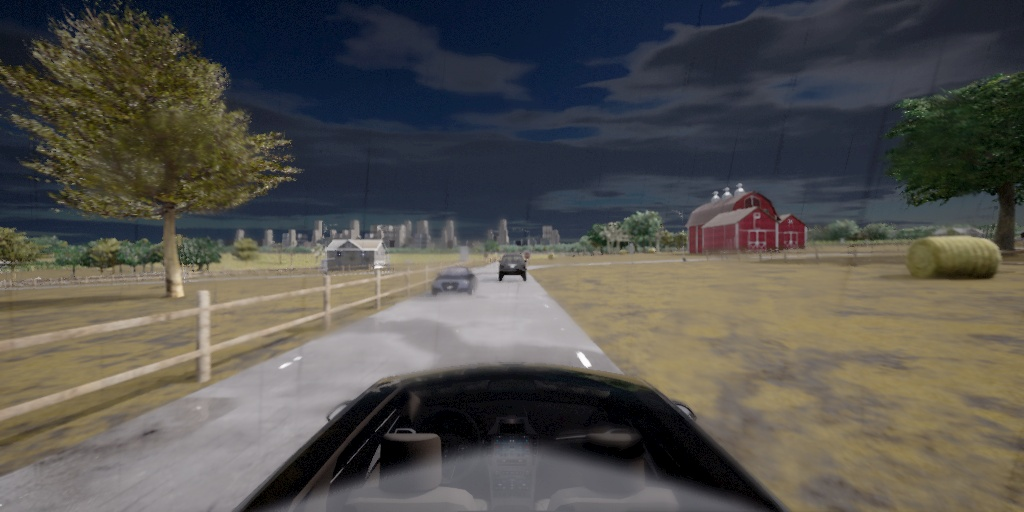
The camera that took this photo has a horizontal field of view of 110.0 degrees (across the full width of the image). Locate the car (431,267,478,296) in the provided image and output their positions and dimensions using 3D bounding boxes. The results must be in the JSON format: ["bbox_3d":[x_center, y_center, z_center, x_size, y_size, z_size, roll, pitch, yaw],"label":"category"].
[{"bbox_3d":[-2.876,1.257,18.638,1.994,1.385,4.181,0,0,0],"label":"car"}]

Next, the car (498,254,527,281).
[{"bbox_3d":[0.048,0.873,28.928,2.150,2.045,5.566,0,0,0],"label":"car"}]
